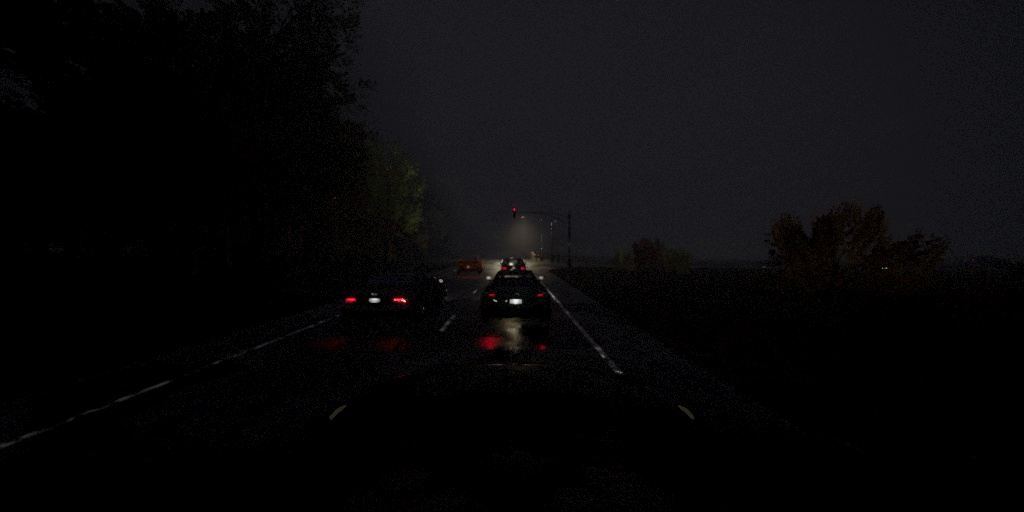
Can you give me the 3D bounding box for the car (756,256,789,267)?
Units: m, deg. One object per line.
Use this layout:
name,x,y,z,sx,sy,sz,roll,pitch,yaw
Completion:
car,35.873,0.718,48.563,4.892,1.490,1.837,1,0,1

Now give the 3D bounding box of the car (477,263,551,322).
car,0.097,1.114,11.384,1.994,1.385,4.181,0,1,0

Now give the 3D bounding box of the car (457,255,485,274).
car,-3.403,0.635,30.231,1.882,1.535,5.008,0,1,0

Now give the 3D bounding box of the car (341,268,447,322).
car,-3.401,1.097,11.370,2.033,1.411,5.357,0,1,0

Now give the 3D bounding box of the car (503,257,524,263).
car,0.099,0.799,25.707,2.033,1.411,5.357,0,1,0
